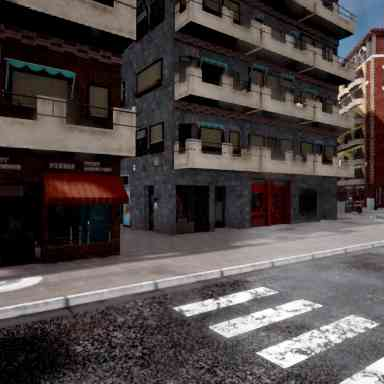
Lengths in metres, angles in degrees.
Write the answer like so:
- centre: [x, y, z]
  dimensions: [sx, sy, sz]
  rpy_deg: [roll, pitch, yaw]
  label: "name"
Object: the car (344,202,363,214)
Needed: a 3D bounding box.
- centre: [17.812, 1.790, 38.243]
  dimensions: [1.895, 1.301, 4.718]
  rpy_deg: [0, 0, 5]
  label: "car"
